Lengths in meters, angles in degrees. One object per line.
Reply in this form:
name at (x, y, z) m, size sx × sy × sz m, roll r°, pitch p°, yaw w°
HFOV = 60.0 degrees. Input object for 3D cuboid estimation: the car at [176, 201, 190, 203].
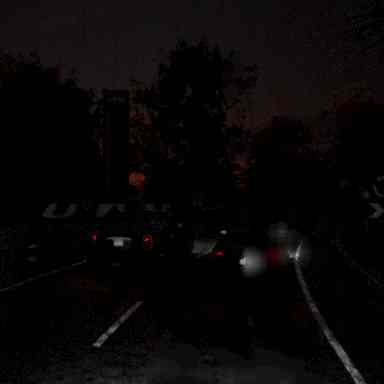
car at (-1.752, 2.275, 58.414) m, size 4.902 × 1.511 × 2.128 m, roll 0°, pitch -1°, yaw 17°

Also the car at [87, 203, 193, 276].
car at (-1.427, 1.409, 10.880) m, size 2.097 × 1.767 × 4.553 m, roll 0°, pitch -1°, yaw 14°

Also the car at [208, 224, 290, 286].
car at (1.718, 1.605, 9.596) m, size 1.994 × 1.385 × 4.181 m, roll 0°, pitch -1°, yaw 13°

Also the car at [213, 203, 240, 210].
car at (5.937, 2.265, 57.853) m, size 5.008 × 1.535 × 1.882 m, roll -1°, pitch -1°, yaw 38°
